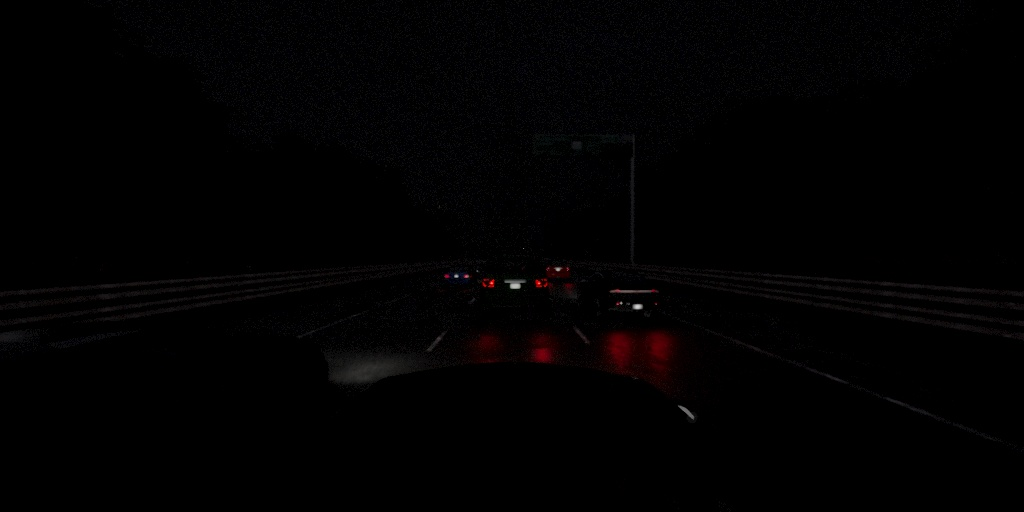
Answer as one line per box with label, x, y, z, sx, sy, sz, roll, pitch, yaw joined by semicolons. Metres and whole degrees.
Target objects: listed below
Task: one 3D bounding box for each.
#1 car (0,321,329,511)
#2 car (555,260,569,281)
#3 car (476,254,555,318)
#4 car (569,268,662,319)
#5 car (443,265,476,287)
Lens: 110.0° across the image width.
car;-3.414;1.275;2.973;1.812;1.442;4.674;0;0;0
car;3.584;1.099;30.044;2.097;1.767;4.553;0;0;0
car;0.094;0.963;13.124;2.150;2.045;5.566;0;0;0
car;3.594;1.234;12.680;2.128;1.511;4.902;0;0;0
car;-3.414;1.289;24.507;2.033;1.411;5.357;0;0;0
